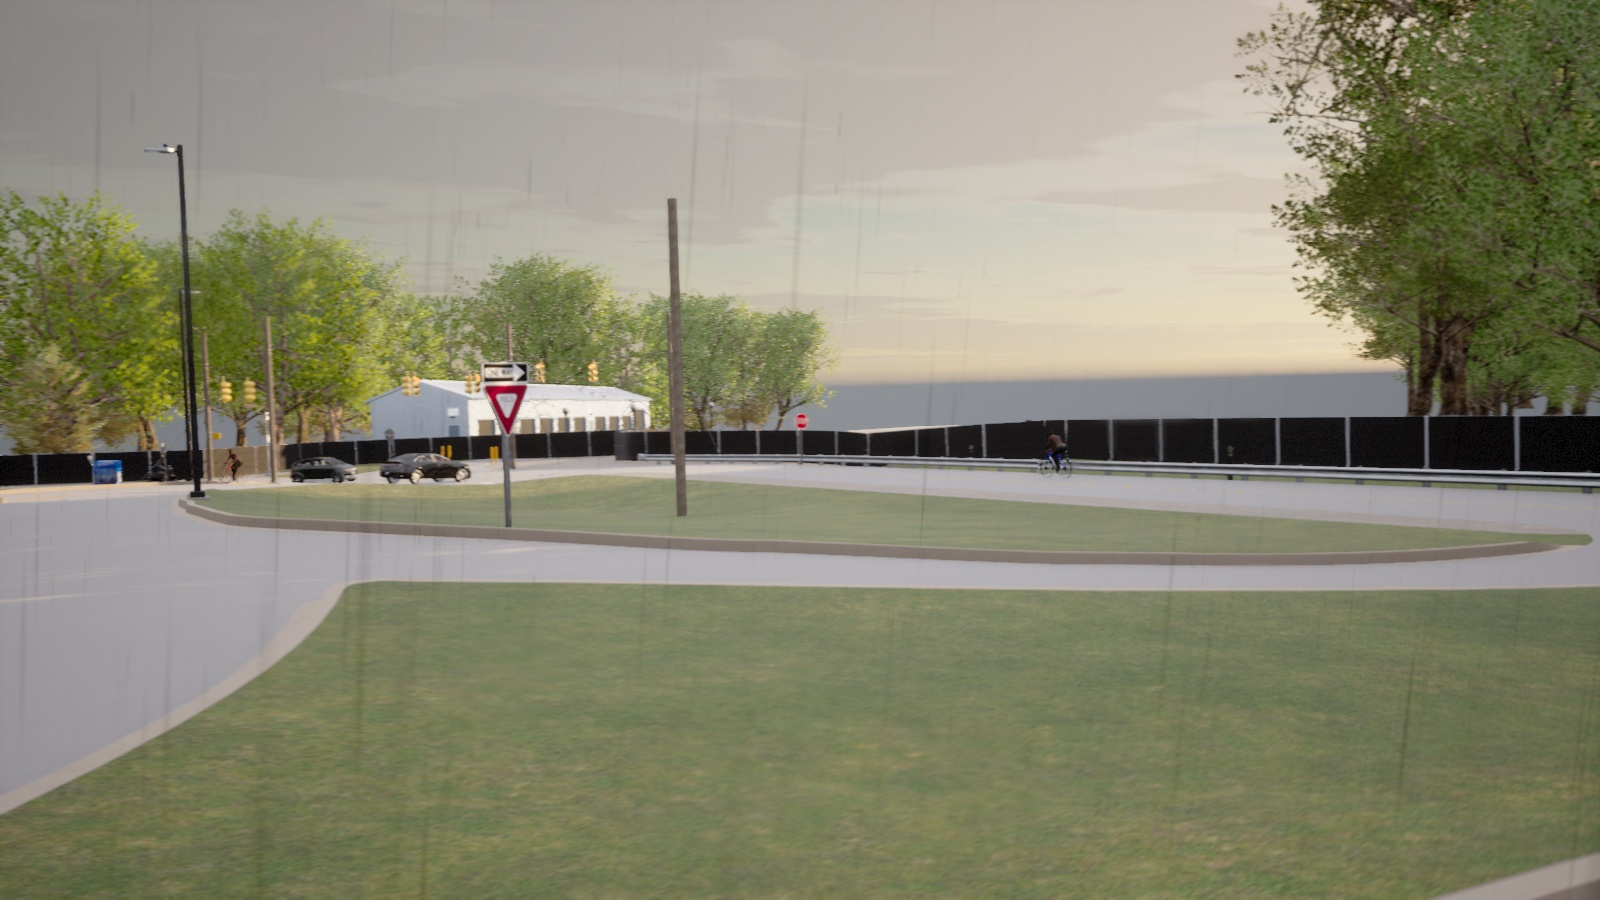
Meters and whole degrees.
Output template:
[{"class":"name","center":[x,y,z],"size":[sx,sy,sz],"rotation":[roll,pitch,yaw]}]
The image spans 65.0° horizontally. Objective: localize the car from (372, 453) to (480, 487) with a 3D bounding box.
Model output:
[{"class":"car","center":[-18.304,0.948,61.738],"size":[2.128,1.511,4.902],"rotation":[0,0,32]}]

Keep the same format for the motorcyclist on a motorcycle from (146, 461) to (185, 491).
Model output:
[{"class":"motorcyclist on a motorcycle","center":[-36.908,1.512,73.035],"size":[1.817,1.590,0.866],"rotation":[-2,4,-12]}]

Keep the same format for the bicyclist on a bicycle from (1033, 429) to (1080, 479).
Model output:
[{"class":"bicyclist on a bicycle","center":[8.598,0.125,42.191],"size":[0.582,1.620,1.656],"rotation":[-3,2,-27]}]

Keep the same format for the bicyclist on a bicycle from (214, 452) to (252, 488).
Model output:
[{"class":"bicyclist on a bicycle","center":[-25.960,0.894,57.511],"size":[0.582,1.620,1.656],"rotation":[-1,-1,20]}]

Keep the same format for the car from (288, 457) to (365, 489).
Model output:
[{"class":"car","center":[-27.413,1.310,72.788],"size":[3.705,1.549,1.789],"rotation":[-2,3,12]}]
